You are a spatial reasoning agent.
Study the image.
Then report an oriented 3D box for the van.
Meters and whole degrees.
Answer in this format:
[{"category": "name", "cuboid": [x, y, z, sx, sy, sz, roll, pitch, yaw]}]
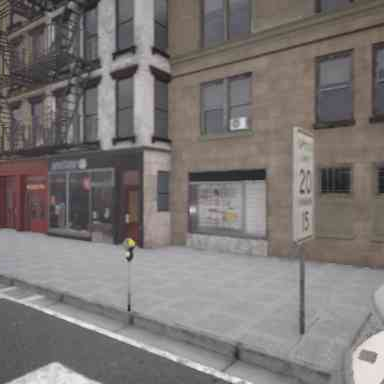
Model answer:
[{"category": "van", "cuboid": [2.477, 1.343, 1.043, 3.998, 1.788, 1.690, 0, 0, 35]}]
